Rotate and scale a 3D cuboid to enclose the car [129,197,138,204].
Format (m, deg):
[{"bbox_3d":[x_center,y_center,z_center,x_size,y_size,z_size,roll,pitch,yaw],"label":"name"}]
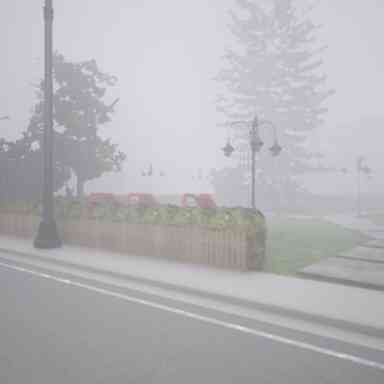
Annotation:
[{"bbox_3d":[-10.842,1.350,52.797,2.033,1.411,5.357,0,0,36],"label":"car"}]
